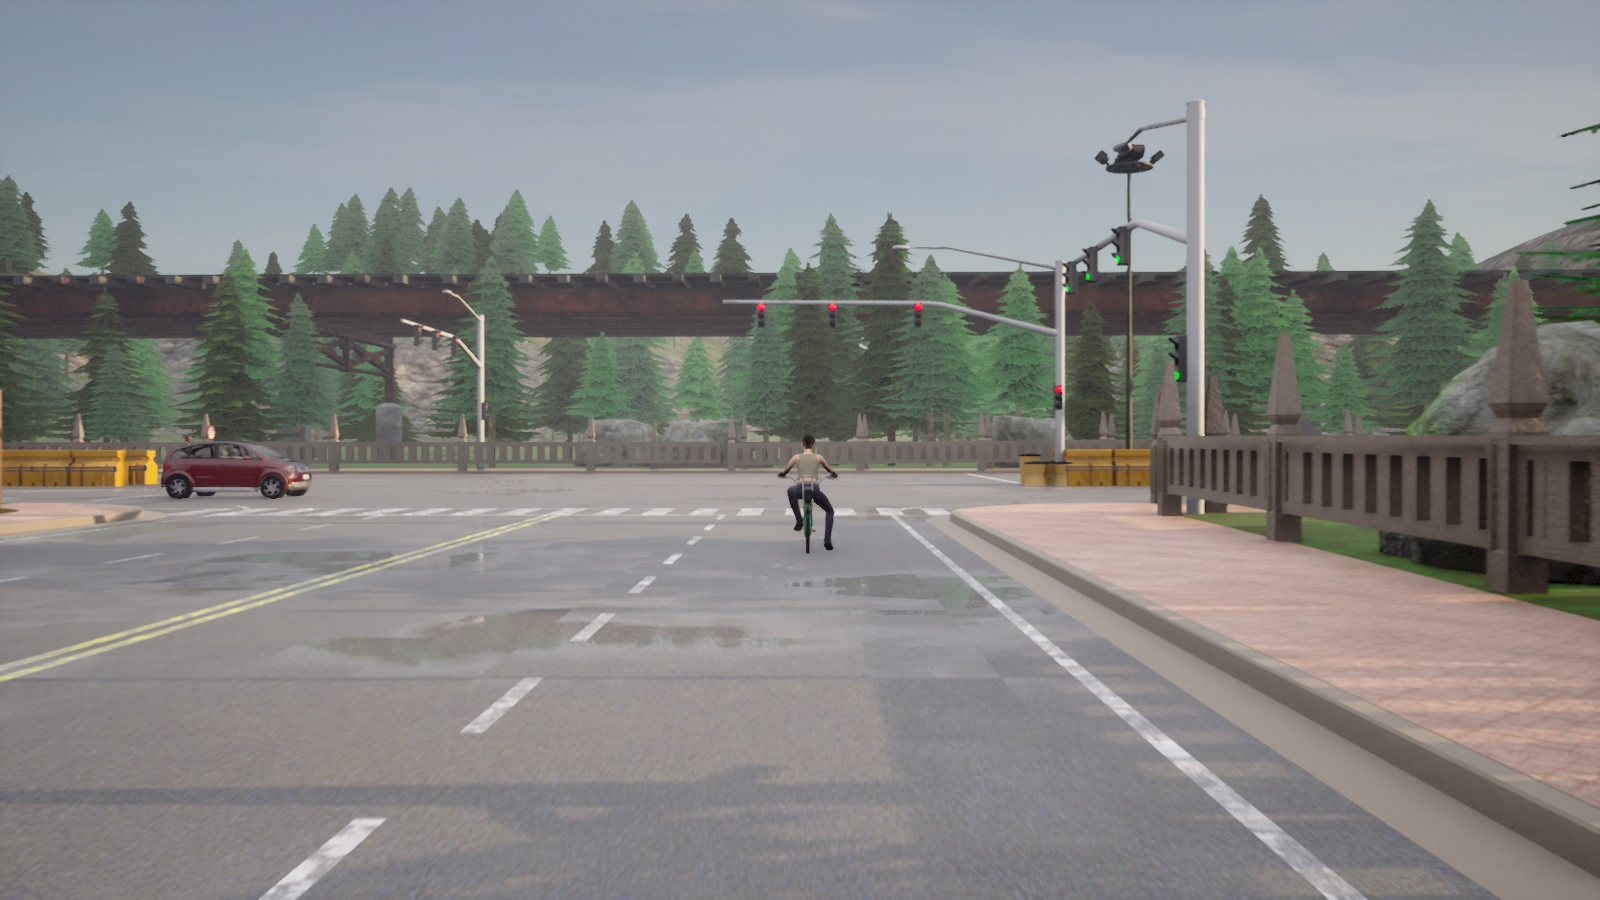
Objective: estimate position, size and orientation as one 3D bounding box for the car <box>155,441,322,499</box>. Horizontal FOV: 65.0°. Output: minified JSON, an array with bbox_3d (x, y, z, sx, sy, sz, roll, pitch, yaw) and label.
[{"bbox_3d":[-15.176,0.521,34.063,3.705,1.549,1.789,0,0,1],"label":"car"}]

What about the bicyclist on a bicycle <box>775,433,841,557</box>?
[{"bbox_3d":[0.109,0.584,17.357,0.866,1.612,1.509,0,2,0],"label":"bicyclist on a bicycle"}]
